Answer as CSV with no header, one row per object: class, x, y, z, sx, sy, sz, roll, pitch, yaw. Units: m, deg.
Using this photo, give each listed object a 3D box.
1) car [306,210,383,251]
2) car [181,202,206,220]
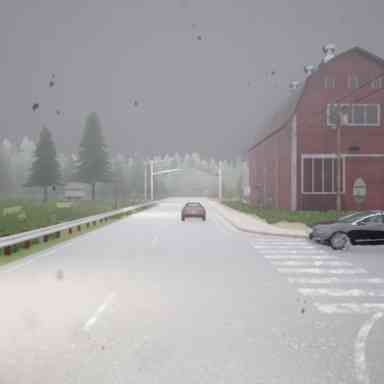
car,7.143,1.491,13.267,4.902,1.511,2.128,0,0,5
car,0.132,1.562,28.297,1.994,1.385,4.181,0,0,0
